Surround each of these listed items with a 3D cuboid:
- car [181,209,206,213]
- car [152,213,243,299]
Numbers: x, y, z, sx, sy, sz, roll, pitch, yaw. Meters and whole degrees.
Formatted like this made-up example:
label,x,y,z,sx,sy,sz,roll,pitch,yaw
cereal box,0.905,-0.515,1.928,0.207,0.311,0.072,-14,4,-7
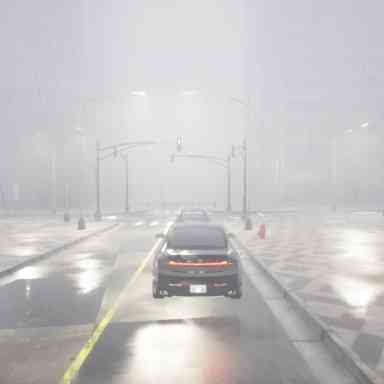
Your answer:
label,x,y,z,sx,sy,sz,roll,pitch,yaw
car,0.061,1.557,17.340,1.994,1.385,4.181,0,0,1
car,0.101,1.502,8.437,1.837,1.490,4.892,0,0,0
